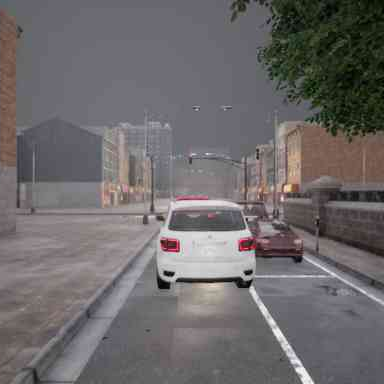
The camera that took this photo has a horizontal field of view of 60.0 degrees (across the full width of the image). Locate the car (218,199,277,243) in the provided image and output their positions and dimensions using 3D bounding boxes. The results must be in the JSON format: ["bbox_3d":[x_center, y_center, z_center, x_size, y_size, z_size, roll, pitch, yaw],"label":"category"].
[{"bbox_3d":[2.635,1.326,17.197,2.192,1.841,5.009,1,0,0],"label":"car"}]

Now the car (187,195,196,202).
[{"bbox_3d":[-0.058,1.553,83.816,2.097,1.767,4.553,0,0,0],"label":"car"}]

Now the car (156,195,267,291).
[{"bbox_3d":[0.175,1.226,9.234,2.150,2.045,5.566,0,0,-4],"label":"car"}]

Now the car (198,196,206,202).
[{"bbox_3d":[2.583,1.763,87.126,2.008,1.369,4.403,0,0,0],"label":"car"}]

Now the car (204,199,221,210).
[{"bbox_3d":[2.614,1.604,43.627,1.887,1.381,4.507,1,0,0],"label":"car"}]

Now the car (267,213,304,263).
[{"bbox_3d":[2.635,1.588,11.748,1.802,1.307,4.206,1,0,0],"label":"car"}]

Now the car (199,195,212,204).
[{"bbox_3d":[2.600,1.440,65.377,2.192,1.841,5.009,1,0,0],"label":"car"}]
